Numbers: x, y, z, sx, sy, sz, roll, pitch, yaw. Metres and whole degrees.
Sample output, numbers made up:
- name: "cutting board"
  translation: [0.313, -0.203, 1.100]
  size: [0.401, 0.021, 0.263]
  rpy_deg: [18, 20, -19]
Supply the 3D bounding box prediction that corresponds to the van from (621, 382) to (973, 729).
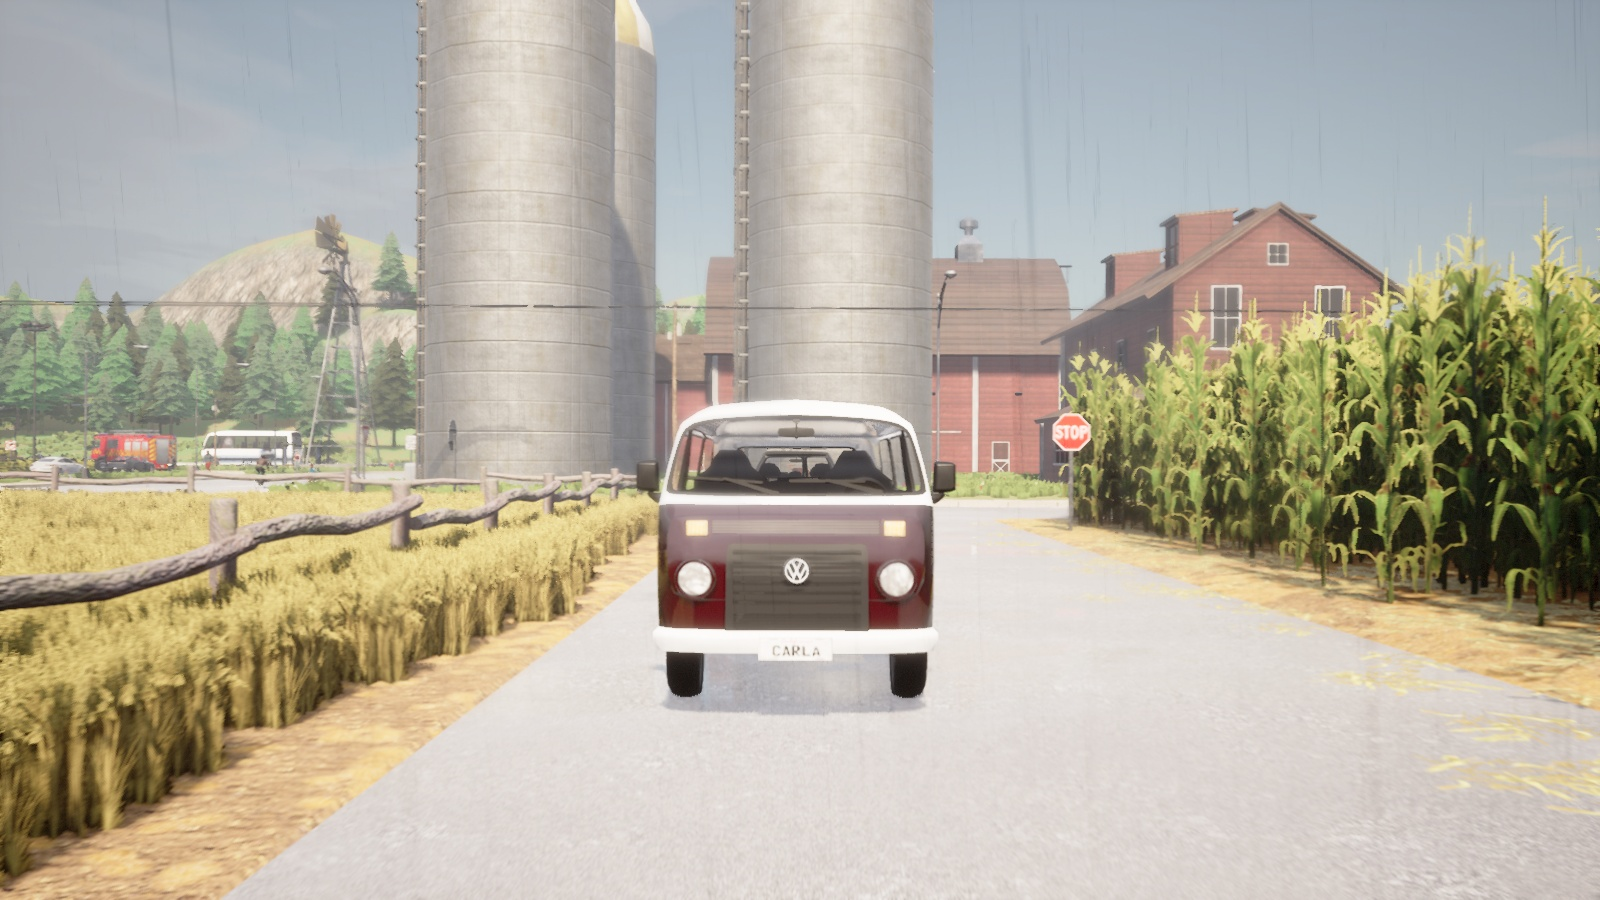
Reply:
- name: "van"
  translation: [-0.026, 0.650, 9.660]
  size: [2.069, 2.038, 4.480]
  rpy_deg: [0, -1, 0]
